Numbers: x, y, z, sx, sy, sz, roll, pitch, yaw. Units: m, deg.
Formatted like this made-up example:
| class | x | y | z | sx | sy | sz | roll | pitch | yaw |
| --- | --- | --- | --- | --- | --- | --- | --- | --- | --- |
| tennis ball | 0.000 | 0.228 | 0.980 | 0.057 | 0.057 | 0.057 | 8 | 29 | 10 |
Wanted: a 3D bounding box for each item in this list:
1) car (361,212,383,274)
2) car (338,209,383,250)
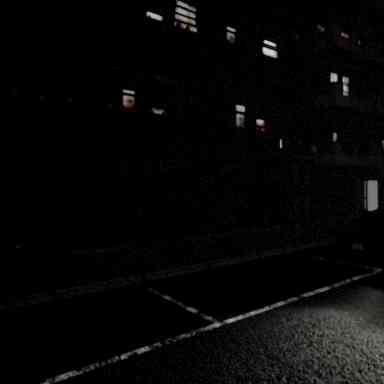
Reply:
| class | x | y | z | sx | sy | sz | roll | pitch | yaw |
| --- | --- | --- | --- | --- | --- | --- | --- | --- | --- |
| car | 6.460 | 1.252 | 8.027 | 4.902 | 1.511 | 2.128 | -2 | 1 | -36 |
| car | 6.873 | 1.268 | 11.511 | 4.313 | 1.339 | 1.947 | -2 | 1 | -36 |
